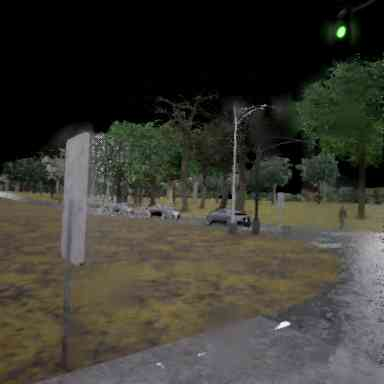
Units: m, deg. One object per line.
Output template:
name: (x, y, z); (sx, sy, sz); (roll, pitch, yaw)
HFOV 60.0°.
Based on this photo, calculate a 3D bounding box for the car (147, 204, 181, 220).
car: (-2.996, 2.057, 34.835); (2.128, 1.511, 4.902); (3, -3, -36)

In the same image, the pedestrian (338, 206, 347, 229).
pedestrian: (12.095, 2.006, 26.801); (0.375, 1.860, 0.375); (2, -1, -36)

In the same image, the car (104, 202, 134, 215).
car: (-9.231, 2.155, 43.581); (2.128, 1.511, 4.902); (3, -2, -35)

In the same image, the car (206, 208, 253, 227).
car: (2.947, 2.007, 26.524); (1.994, 1.385, 4.181); (3, -3, -35)

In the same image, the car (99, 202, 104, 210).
car: (-13.443, 2.435, 55.814); (1.837, 1.490, 4.892); (3, -2, -35)

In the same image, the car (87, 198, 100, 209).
car: (-19.501, 2.211, 64.315); (2.150, 2.045, 5.566); (3, -2, -35)
